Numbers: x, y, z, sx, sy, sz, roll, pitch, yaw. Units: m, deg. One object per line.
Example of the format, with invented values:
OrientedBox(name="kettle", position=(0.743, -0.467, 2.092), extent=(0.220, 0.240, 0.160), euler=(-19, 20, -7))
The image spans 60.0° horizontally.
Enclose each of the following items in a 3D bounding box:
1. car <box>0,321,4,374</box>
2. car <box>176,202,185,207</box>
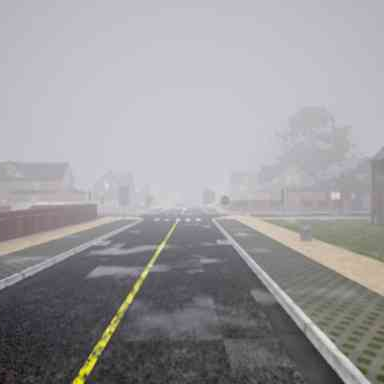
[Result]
OrientedBox(name="car", position=(-2.849, 1.525, 1.476), extent=(1.837, 1.490, 4.892), euler=(0, -1, 0))
OrientedBox(name="car", position=(-2.689, 2.887, 77.908), extent=(1.895, 1.301, 4.718), euler=(0, -1, 0))
